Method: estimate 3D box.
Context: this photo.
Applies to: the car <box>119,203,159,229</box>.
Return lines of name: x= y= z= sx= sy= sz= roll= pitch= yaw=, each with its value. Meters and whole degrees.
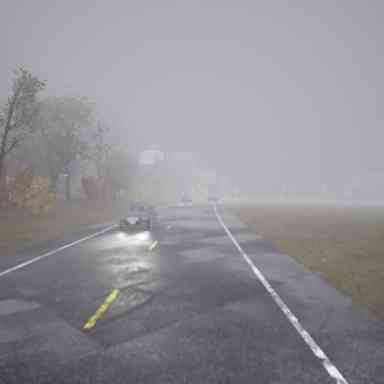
car: x=-3.271 y=1.439 z=21.097 sx=2.128 sy=1.511 sz=4.902 roll=0 pitch=0 yaw=2

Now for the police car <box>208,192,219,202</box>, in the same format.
police car: x=4.350 y=1.232 z=71.352 sx=1.930 sy=1.638 sz=5.238 roll=0 pitch=0 yaw=5

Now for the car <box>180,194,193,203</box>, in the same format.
car: x=-1.059 y=1.176 z=61.673 sx=2.097 sy=1.767 sz=4.553 roll=0 pitch=0 yaw=5
